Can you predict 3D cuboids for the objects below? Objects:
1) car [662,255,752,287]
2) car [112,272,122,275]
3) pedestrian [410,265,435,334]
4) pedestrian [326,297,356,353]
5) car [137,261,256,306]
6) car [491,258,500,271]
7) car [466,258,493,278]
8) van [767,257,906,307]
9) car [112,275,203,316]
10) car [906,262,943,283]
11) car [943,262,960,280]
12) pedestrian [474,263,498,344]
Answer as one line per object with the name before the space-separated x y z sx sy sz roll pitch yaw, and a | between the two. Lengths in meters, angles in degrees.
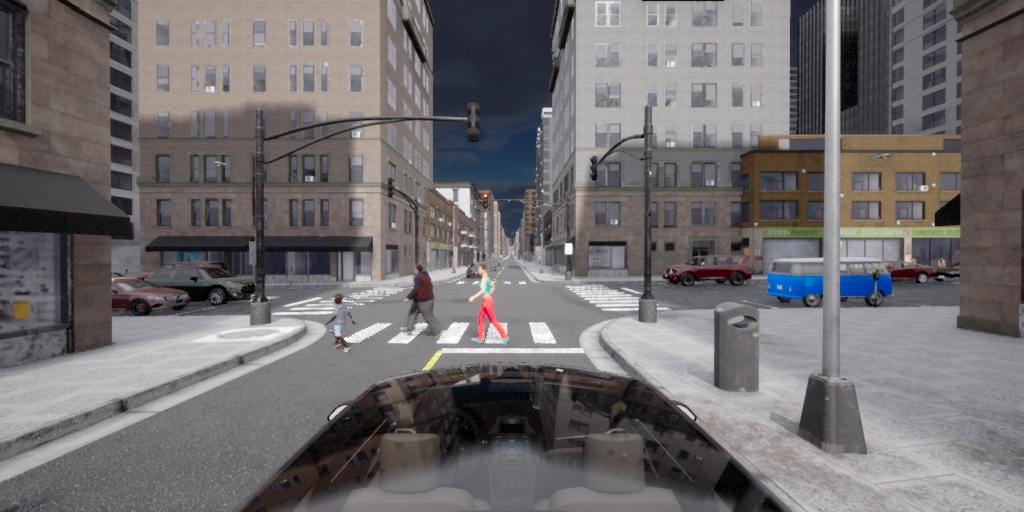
car | 12.103 0.869 22.291 5.009 1.841 2.192 0 0 0
car | -26.012 1.548 22.210 4.829 1.417 1.751 0 0 0
pedestrian | -2.156 1.042 8.645 0.375 1.860 0.375 0 0 0
pedestrian | -3.559 1.042 7.444 0.375 1.860 0.375 0 0 0
car | -14.039 1.268 16.351 4.553 1.767 2.097 -1 0 0
car | -3.065 1.113 47.634 2.097 1.767 4.553 0 0 0
car | -3.082 1.253 33.384 1.837 1.490 4.892 0 0 0
van | 12.122 0.955 13.766 3.998 1.789 1.690 0 0 0
car | -14.814 1.525 13.708 4.207 1.307 1.802 0 0 0
car | 23.321 0.961 22.315 4.507 1.381 1.888 0 0 0
car | 28.930 0.913 22.327 4.313 1.339 1.948 0 0 0
pedestrian | -0.579 1.042 8.043 0.375 1.860 0.375 0 0 0
